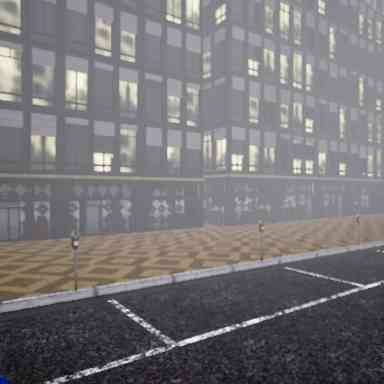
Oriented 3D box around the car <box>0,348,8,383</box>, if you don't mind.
[{"bbox_3d":[-3.361,1.462,1.008,5.008,1.535,1.882,0,0,-35],"label":"car"}]
